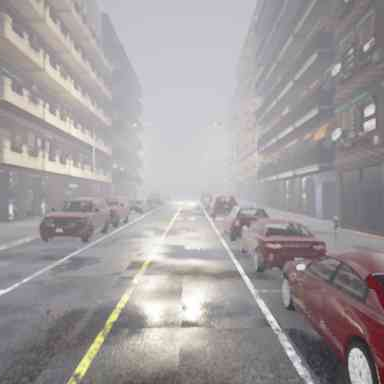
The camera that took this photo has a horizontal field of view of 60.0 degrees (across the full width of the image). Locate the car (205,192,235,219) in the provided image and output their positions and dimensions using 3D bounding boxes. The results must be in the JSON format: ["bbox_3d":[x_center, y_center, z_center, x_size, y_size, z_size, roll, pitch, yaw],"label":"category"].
[{"bbox_3d":[2.520,1.148,26.847,2.192,1.841,5.009,1,0,0],"label":"car"}]

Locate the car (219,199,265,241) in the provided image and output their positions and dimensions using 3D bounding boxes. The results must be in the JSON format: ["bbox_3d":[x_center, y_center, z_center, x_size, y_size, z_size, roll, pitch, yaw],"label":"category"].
[{"bbox_3d":[2.573,1.339,15.786,1.967,1.590,4.097,1,0,0],"label":"car"}]

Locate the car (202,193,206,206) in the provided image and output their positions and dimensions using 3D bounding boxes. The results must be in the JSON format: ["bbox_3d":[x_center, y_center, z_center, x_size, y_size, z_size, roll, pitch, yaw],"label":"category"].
[{"bbox_3d":[2.502,1.215,37.911,1.967,1.590,4.097,1,0,0],"label":"car"}]

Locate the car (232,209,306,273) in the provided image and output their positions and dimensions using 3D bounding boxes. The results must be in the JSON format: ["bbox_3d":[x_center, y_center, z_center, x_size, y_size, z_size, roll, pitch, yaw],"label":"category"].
[{"bbox_3d":[2.570,1.477,10.255,1.887,1.381,4.507,1,0,0],"label":"car"}]

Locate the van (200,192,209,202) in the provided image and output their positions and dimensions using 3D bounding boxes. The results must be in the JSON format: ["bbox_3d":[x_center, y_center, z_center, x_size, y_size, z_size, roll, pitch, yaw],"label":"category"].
[{"bbox_3d":[2.468,1.005,65.567,1.690,1.788,3.998,1,0,0],"label":"van"}]

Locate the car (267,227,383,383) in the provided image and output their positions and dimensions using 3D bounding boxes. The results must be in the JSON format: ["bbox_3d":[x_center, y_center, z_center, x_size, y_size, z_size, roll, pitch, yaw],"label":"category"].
[{"bbox_3d":[2.578,1.513,4.725,1.887,1.381,4.507,1,0,0],"label":"car"}]

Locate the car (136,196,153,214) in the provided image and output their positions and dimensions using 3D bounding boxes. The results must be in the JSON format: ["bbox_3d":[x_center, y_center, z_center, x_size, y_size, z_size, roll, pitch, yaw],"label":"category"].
[{"bbox_3d":[-5.339,1.368,32.429,1.947,1.339,4.313,1,0,0],"label":"car"}]

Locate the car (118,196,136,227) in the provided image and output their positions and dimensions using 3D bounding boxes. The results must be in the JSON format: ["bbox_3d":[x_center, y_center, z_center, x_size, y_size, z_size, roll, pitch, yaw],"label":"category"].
[{"bbox_3d":[-5.319,1.180,21.365,2.192,1.841,5.009,1,0,0],"label":"car"}]

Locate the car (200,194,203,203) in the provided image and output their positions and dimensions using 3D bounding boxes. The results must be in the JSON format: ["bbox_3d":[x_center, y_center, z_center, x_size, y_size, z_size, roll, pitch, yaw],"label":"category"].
[{"bbox_3d":[2.485,1.307,48.974,1.802,1.307,4.206,1,0,0],"label":"car"}]

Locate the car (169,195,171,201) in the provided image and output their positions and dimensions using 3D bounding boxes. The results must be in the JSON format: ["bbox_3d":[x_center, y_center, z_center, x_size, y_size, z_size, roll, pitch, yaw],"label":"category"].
[{"bbox_3d":[-5.391,1.229,71.144,1.802,1.307,4.206,1,0,0],"label":"car"}]

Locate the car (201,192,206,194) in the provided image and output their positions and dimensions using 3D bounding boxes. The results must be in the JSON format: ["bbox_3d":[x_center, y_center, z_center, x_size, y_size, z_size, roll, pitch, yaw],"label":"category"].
[{"bbox_3d":[2.476,0.998,60.035,2.192,1.841,5.009,1,0,0],"label":"car"}]

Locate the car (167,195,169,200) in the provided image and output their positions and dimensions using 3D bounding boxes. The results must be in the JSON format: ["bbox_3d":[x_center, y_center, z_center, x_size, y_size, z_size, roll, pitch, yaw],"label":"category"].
[{"bbox_3d":[-5.368,1.247,54.550,1.887,1.381,4.507,1,0,0],"label":"car"}]

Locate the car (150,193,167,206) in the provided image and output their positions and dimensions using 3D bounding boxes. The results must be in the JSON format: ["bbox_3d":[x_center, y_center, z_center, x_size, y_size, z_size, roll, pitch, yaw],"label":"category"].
[{"bbox_3d":[-5.355,1.039,49.017,2.192,1.841,5.009,1,0,0],"label":"car"}]

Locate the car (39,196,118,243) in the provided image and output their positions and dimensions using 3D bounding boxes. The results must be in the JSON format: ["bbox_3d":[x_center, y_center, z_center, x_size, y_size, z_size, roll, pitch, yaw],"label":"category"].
[{"bbox_3d":[-5.312,1.213,15.835,2.192,1.841,5.009,1,0,0],"label":"car"}]
